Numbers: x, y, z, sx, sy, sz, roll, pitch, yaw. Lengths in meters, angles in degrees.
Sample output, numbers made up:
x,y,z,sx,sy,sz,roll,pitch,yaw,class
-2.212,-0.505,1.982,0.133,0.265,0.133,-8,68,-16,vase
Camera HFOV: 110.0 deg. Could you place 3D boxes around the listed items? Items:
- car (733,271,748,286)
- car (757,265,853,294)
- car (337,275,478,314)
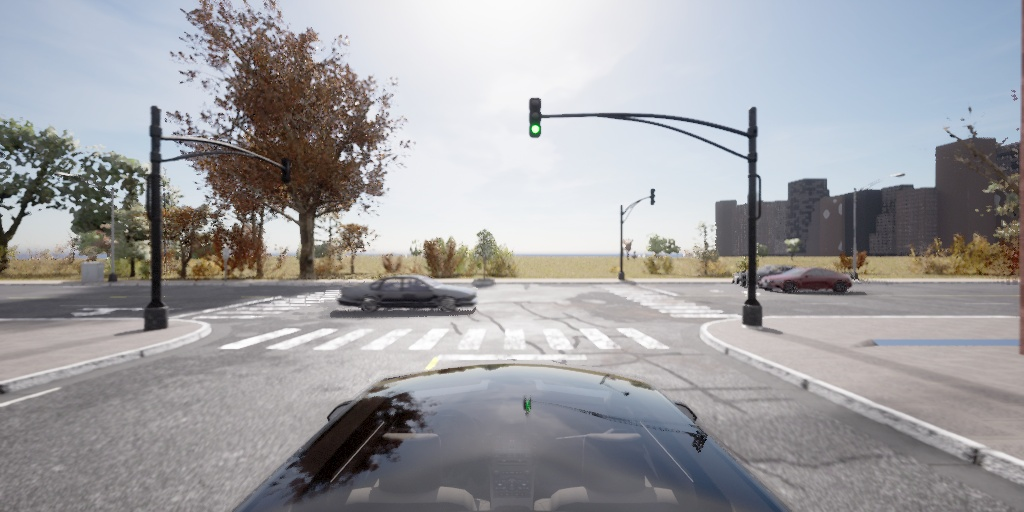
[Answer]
x,y,z,sx,sy,sz,roll,pitch,yaw,class
17.708,1.356,24.331,4.902,1.511,2.128,0,0,1,car
17.233,1.406,21.086,4.674,1.442,1.812,0,0,1,car
-4.091,1.489,14.493,5.357,1.411,2.033,0,0,-1,car
